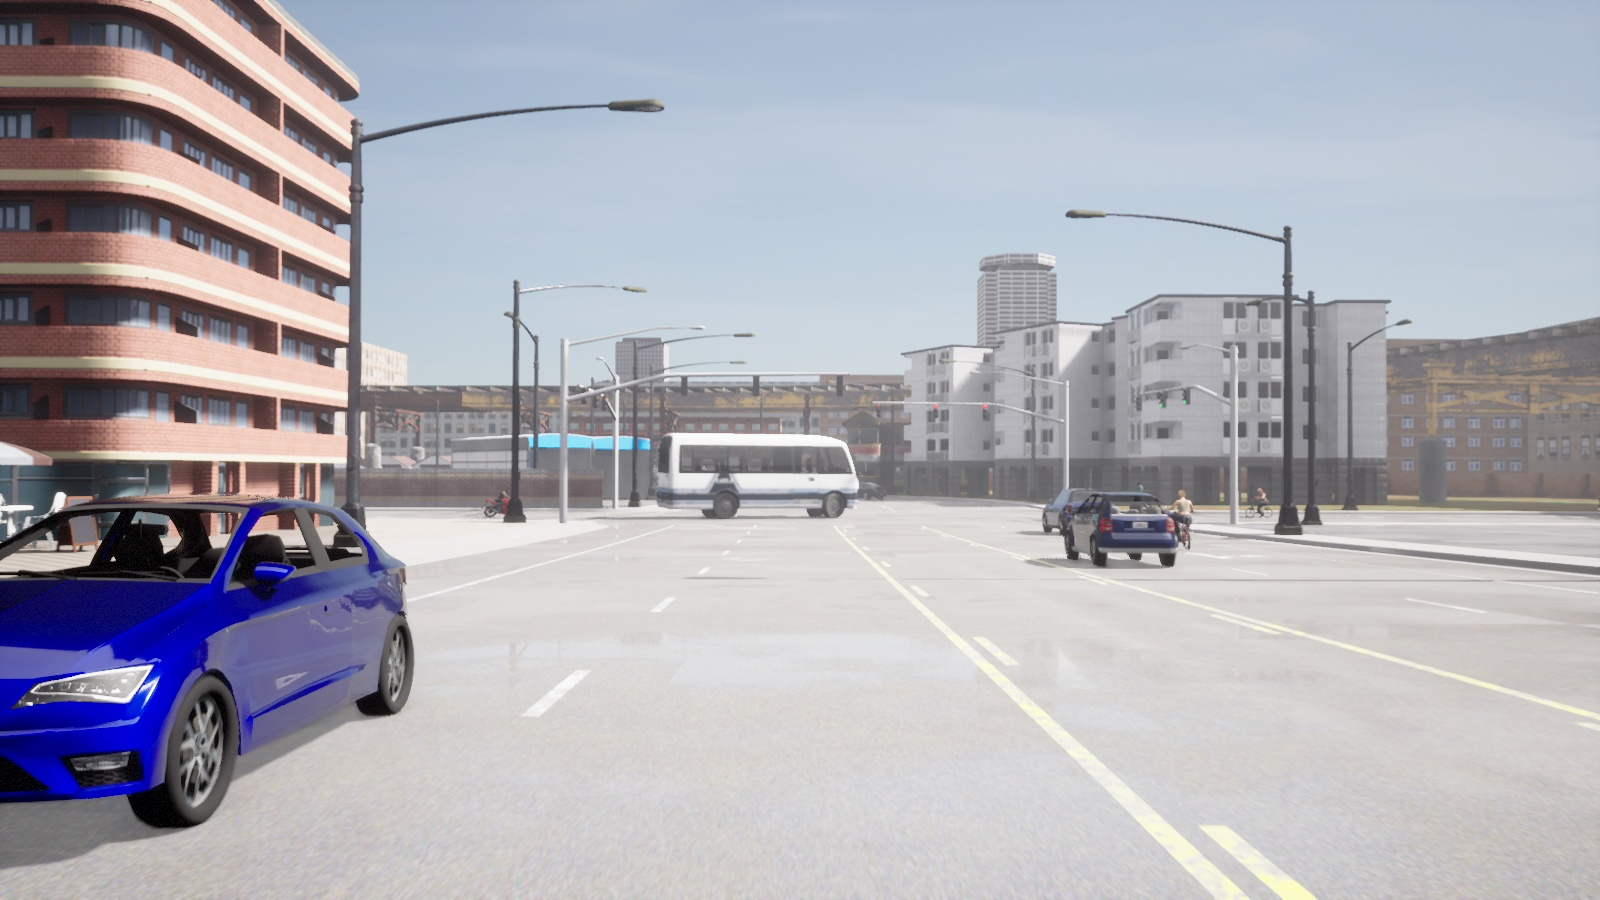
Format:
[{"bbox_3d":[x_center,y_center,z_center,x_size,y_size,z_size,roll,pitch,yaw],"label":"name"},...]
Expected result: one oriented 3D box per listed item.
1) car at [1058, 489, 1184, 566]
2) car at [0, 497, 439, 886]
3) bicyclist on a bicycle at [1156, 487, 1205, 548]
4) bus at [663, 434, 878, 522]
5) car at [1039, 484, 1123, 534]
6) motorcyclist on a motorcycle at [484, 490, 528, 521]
[{"bbox_3d":[6.936,1.650,27.531,1.789,1.549,3.705,0,-2,0],"label":"car"},{"bbox_3d":[-3.516,1.014,6.972,1.816,1.474,4.193,0,-2,0],"label":"car"},{"bbox_3d":[10.424,1.837,34.433,0.866,1.612,1.509,0,-2,0],"label":"bicyclist on a bicycle"},{"bbox_3d":[-1.530,1.372,63.981,10.273,4.253,3.944,0,0,-18],"label":"bus"},{"bbox_3d":[10.391,2.160,46.740,2.097,1.767,4.553,0,-2,0],"label":"car"},{"bbox_3d":[-14.776,2.800,63.215,2.044,1.523,0.797,0,-1,-1],"label":"motorcyclist on a motorcycle"}]
